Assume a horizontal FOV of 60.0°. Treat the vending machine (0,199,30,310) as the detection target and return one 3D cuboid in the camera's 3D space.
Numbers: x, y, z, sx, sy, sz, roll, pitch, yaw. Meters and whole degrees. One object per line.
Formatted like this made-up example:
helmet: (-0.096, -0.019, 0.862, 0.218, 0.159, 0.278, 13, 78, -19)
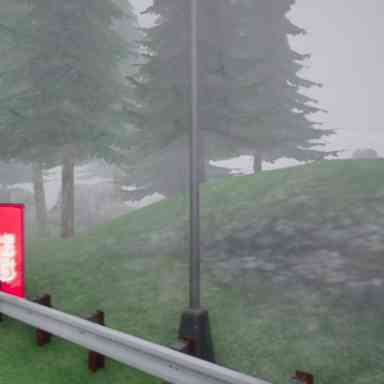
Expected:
vending machine: (-4.026, 1.214, 6.688, 0.880, 2.100, 1.100, 0, 0, 35)
